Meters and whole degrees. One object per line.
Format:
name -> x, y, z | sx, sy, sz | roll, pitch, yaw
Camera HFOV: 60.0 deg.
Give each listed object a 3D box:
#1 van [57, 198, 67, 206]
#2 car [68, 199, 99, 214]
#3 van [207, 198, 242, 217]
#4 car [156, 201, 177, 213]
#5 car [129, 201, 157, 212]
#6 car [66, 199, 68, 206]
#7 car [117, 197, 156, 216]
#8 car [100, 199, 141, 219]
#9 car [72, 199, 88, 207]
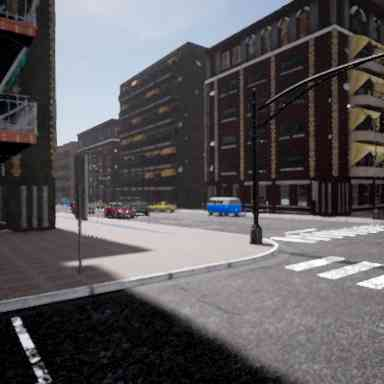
van -> -30.015, 2.417, 78.647 | 1.690, 1.788, 3.998 | -2, 0, -36
car -> -13.664, 1.929, 41.744 | 1.967, 1.590, 4.097 | -2, 0, -36
van -> 3.111, 1.476, 32.974 | 1.690, 1.788, 3.998 | -2, 0, -36
car -> -3.718, 1.851, 42.167 | 1.752, 1.417, 4.829 | -2, 0, -36
car -> -6.916, 1.982, 46.606 | 1.947, 1.339, 4.313 | -2, 0, -36
car -> -17.327, 2.160, 51.398 | 2.128, 1.511, 4.902 | -1, -1, -36
car -> -6.517, 1.544, 36.225 | 2.150, 2.045, 5.566 | -1, -1, -36
car -> -7.067, 1.743, 32.590 | 1.967, 1.590, 4.097 | -2, 0, -36
car -> -23.413, 2.327, 69.492 | 1.967, 1.590, 4.097 | -2, 0, -36
